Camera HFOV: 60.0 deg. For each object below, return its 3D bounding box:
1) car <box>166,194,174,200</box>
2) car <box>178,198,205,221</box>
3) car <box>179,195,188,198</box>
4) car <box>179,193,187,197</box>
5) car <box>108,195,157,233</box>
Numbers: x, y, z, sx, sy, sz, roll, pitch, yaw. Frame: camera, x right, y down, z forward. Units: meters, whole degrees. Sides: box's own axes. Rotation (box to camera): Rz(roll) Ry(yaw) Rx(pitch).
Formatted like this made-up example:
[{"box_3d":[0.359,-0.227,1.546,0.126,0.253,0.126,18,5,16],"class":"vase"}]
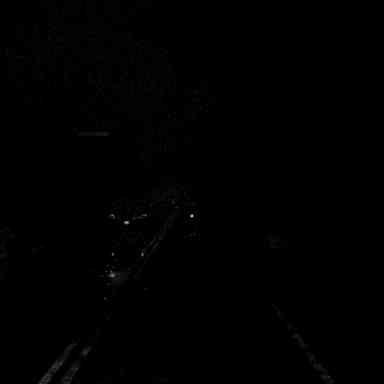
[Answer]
[{"box_3d":[-5.226,1.185,80.322,1.895,1.301,4.718,0,1,-3],"class":"car"},{"box_3d":[-0.031,1.486,26.599,1.837,1.490,4.892,0,0,-1],"class":"car"},{"box_3d":[-0.376,1.503,43.742,1.994,1.385,4.181,0,0,-1],"class":"car"},{"box_3d":[-2.053,0.935,81.895,1.994,1.385,4.181,0,1,-3],"class":"car"},{"box_3d":[-3.399,1.212,19.961,2.150,2.045,5.566,0,0,0],"class":"car"}]
